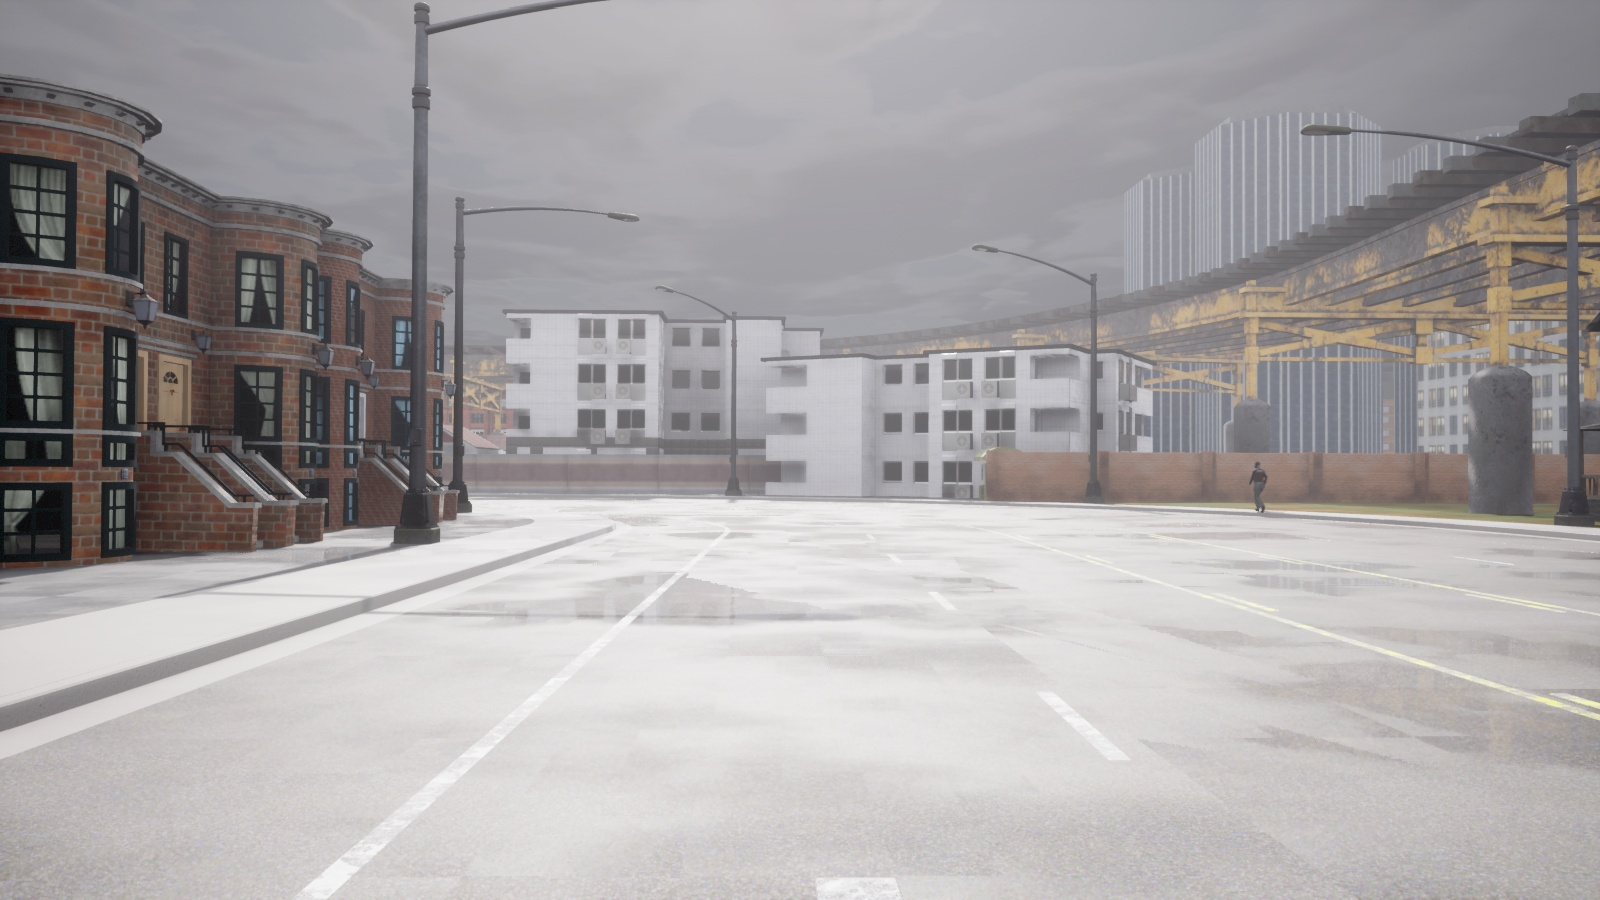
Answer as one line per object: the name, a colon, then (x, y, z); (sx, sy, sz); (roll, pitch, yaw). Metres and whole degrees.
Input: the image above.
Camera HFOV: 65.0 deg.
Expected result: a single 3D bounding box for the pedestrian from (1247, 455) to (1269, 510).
pedestrian: (16.355, 1.156, 44.857); (0.402, 1.930, 0.666); (0, -1, -17)
